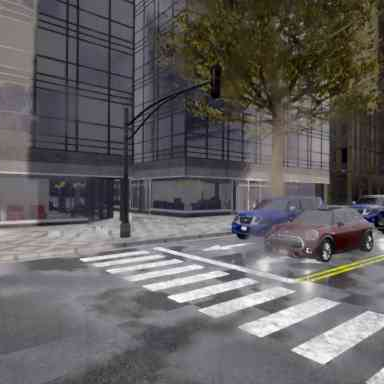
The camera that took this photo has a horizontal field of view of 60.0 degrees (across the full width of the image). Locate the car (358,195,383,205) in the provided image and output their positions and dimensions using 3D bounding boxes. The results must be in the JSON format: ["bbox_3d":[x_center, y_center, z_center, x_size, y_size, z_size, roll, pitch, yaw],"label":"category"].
[{"bbox_3d":[12.477,1.225,22.588,5.566,2.045,2.150,0,0,-39],"label":"car"}]

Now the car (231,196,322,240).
[{"bbox_3d":[4.395,1.223,16.093,5.566,2.045,2.150,0,0,-39],"label":"car"}]

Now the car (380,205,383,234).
[{"bbox_3d":[12.076,1.553,18.100,5.357,1.411,2.033,0,0,-39],"label":"car"}]

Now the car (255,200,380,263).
[{"bbox_3d":[4.700,1.355,12.168,4.553,1.767,2.097,0,0,-39],"label":"car"}]
